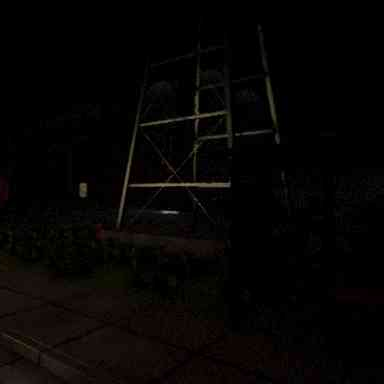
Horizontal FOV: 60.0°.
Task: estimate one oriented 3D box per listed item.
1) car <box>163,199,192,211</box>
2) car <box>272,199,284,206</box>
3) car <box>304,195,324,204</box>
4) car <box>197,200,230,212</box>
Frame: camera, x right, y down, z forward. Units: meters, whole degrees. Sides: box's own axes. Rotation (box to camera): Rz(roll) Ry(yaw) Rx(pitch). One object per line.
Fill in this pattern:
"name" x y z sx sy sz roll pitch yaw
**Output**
"car" -1.208 1.526 40.515 2.033 1.411 5.357 0 0 35
"car" 9.759 1.304 42.909 3.866 1.878 1.905 0 0 35
"car" 23.611 1.477 62.760 4.611 1.667 2.242 0 0 35
"car" 2.510 1.494 31.527 4.193 1.474 1.816 0 0 35
